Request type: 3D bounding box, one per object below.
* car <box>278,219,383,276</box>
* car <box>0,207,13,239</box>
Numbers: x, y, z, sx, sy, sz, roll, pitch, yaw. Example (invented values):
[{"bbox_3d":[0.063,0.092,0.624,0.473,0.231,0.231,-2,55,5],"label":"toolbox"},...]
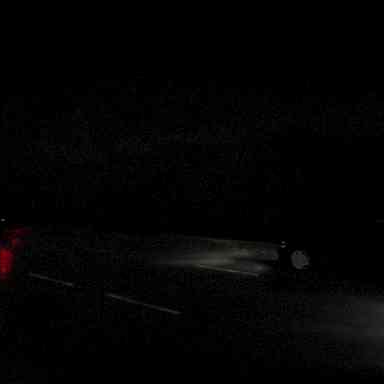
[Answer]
[{"bbox_3d":[4.872,1.483,9.097,5.008,1.535,1.882,0,0,36],"label":"car"},{"bbox_3d":[-10.812,1.576,15.979,4.674,1.442,1.812,0,0,35],"label":"car"}]
